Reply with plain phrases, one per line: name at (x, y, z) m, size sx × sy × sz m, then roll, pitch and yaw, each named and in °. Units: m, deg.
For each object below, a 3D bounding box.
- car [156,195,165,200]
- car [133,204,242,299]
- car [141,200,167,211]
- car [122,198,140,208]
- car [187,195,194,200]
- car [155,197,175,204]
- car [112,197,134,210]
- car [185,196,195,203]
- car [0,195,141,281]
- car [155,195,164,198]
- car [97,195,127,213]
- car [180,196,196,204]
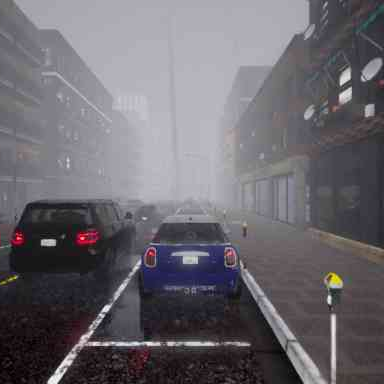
car at (-8.834, 1.539, 93.519) m, size 2.008 × 1.369 × 4.403 m, roll 0°, pitch 0°, yaw 0°
car at (-0.032, 1.353, 8.619) m, size 2.097 × 1.767 × 4.553 m, roll 0°, pitch 0°, yaw 0°
car at (-3.069, 1.526, 23.679) m, size 1.812 × 1.442 × 4.674 m, roll 0°, pitch 0°, yaw 0°
car at (-8.834, 1.543, 48.430) m, size 1.887 × 1.381 × 4.507 m, roll 0°, pitch 0°, yaw 0°
car at (-0.452, 1.513, 93.685) m, size 1.752 × 1.417 × 4.829 m, roll 0°, pitch 0°, yaw 0°
car at (-3.064, 1.600, 40.218) m, size 1.895 × 1.301 × 4.718 m, roll 0°, pitch 0°, yaw 0°
car at (-8.834, 1.439, 42.793) m, size 1.967 × 1.590 × 4.097 m, roll 0°, pitch 0°, yaw 0°
car at (-0.453, 1.545, 70.970) m, size 2.008 × 1.369 × 4.403 m, roll 0°, pitch 0°, yaw 0°
car at (-3.146, 1.219, 9.973) m, size 2.150 × 2.045 × 5.566 m, roll 0°, pitch 0°, yaw 0°
car at (-8.834, 1.541, 87.882) m, size 2.008 × 1.369 × 4.403 m, roll 0°, pitch 0°, yaw 0°
car at (-8.833, 1.314, 37.157) m, size 2.192 × 1.841 × 5.009 m, roll 0°, pitch 0°, yaw 0°
car at (-0.454, 1.525, 37.323) m, size 1.752 × 1.417 × 4.829 m, roll 0°, pitch 0°, yaw 0°
